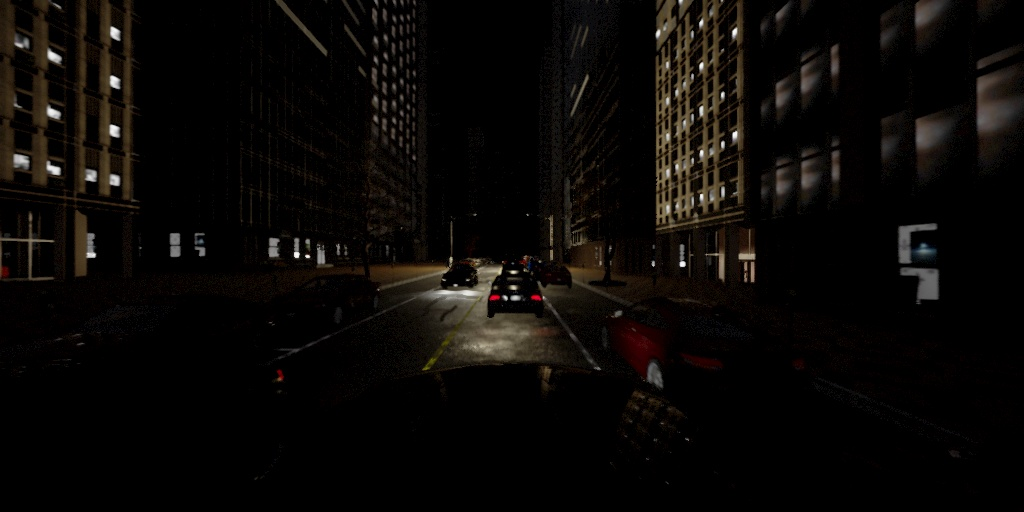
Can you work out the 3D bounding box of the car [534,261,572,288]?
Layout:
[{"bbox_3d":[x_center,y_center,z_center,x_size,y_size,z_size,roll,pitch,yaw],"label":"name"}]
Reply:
[{"bbox_3d":[2.686,1.219,22.818,1.888,1.381,4.507,0,0,0],"label":"car"}]

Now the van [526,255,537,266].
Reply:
[{"bbox_3d":[2.682,0.951,39.742,1.690,1.789,3.998,0,0,0],"label":"van"}]

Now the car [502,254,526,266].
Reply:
[{"bbox_3d":[0.089,0.836,38.407,2.150,2.045,5.566,0,0,0],"label":"car"}]

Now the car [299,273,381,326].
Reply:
[{"bbox_3d":[-5.691,1.260,11.495,1.888,1.381,4.507,0,0,0],"label":"car"}]

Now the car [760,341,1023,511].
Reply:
[{"bbox_3d":[2.693,1.300,0.252,1.888,1.381,4.507,0,0,0],"label":"car"}]

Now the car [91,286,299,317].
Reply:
[{"bbox_3d":[-5.689,1.317,5.853,1.802,1.307,4.207,0,0,0],"label":"car"}]

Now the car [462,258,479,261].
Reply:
[{"bbox_3d":[-5.700,1.029,45.353,1.967,1.591,4.097,0,0,0],"label":"car"}]

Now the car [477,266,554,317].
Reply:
[{"bbox_3d":[0.098,1.257,12.910,2.033,1.411,5.357,0,0,0],"label":"car"}]

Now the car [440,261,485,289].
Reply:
[{"bbox_3d":[-3.104,1.223,22.375,2.033,1.411,5.357,0,0,0],"label":"car"}]

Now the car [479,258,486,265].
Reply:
[{"bbox_3d":[-5.704,1.095,56.639,2.007,1.370,4.403,0,0,0],"label":"car"}]

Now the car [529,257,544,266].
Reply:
[{"bbox_3d":[2.685,1.092,28.460,1.967,1.591,4.097,0,0,0],"label":"car"}]

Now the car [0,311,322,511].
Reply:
[{"bbox_3d":[-3.054,1.314,1.715,1.994,1.385,4.181,0,0,0],"label":"car"}]

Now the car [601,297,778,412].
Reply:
[{"bbox_3d":[2.691,1.317,5.893,1.802,1.307,4.207,0,0,0],"label":"car"}]
